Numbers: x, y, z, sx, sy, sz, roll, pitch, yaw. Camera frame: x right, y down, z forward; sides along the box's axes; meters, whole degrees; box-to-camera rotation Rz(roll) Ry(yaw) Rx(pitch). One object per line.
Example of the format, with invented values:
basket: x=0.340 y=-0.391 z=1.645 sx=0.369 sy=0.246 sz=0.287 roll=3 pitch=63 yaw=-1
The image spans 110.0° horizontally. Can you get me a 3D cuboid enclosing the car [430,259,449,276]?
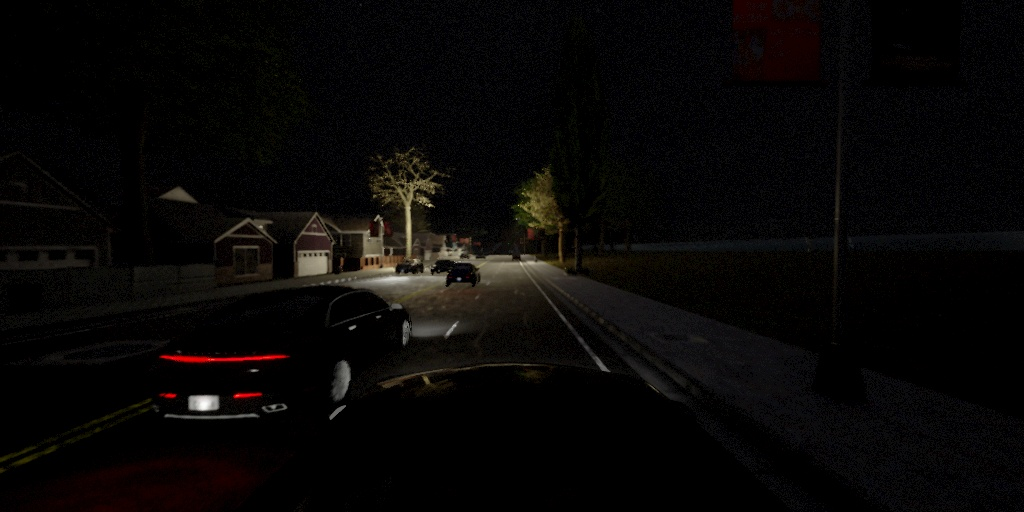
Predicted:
car: x=-6.599 y=1.075 z=34.791 sx=1.837 sy=1.490 sz=4.892 roll=0 pitch=0 yaw=0

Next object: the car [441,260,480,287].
car: x=-3.154 y=1.172 z=23.595 sx=1.812 sy=1.442 sz=4.674 roll=0 pitch=0 yaw=0

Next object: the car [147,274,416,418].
car: x=-3.149 y=1.247 z=6.086 sx=1.837 sy=1.490 sz=4.892 roll=0 pitch=0 yaw=0

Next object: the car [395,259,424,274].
car: x=-9.851 y=1.061 z=34.788 sx=2.128 sy=1.511 sz=4.902 roll=0 pitch=0 yaw=0
